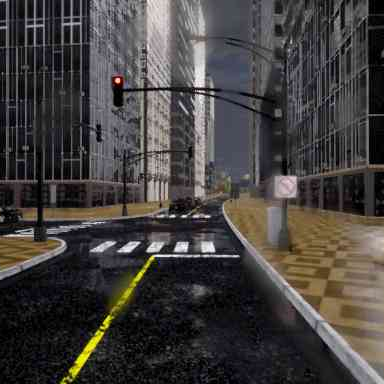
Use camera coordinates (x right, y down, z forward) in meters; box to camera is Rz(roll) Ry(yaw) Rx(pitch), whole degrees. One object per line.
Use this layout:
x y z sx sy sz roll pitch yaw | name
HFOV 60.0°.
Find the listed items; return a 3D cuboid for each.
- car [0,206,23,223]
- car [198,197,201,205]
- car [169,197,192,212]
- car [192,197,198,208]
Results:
-16.520 1.854 28.032 4.403 1.369 2.008 -1 1 10 | car
0.502 1.501 58.404 1.994 1.385 4.181 0 0 7 | car
-1.486 1.450 38.637 1.882 1.535 5.008 0 0 5 | car
-0.604 1.462 48.445 1.837 1.490 4.892 0 0 6 | car
